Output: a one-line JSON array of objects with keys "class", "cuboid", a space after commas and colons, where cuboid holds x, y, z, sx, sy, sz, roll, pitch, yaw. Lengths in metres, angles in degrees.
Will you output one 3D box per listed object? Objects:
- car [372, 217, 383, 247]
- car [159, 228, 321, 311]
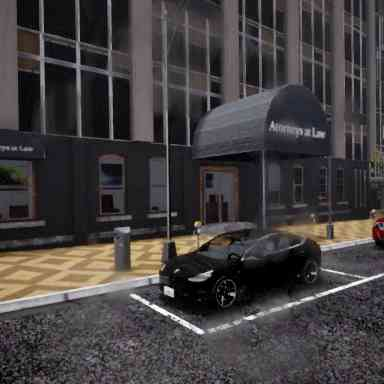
[{"class": "car", "cuboid": [9.571, 1.310, 13.973, 5.009, 1.841, 2.192, 0, -1, -37]}, {"class": "car", "cuboid": [1.290, 1.564, 7.777, 4.313, 1.339, 1.947, 0, -1, -37]}]
